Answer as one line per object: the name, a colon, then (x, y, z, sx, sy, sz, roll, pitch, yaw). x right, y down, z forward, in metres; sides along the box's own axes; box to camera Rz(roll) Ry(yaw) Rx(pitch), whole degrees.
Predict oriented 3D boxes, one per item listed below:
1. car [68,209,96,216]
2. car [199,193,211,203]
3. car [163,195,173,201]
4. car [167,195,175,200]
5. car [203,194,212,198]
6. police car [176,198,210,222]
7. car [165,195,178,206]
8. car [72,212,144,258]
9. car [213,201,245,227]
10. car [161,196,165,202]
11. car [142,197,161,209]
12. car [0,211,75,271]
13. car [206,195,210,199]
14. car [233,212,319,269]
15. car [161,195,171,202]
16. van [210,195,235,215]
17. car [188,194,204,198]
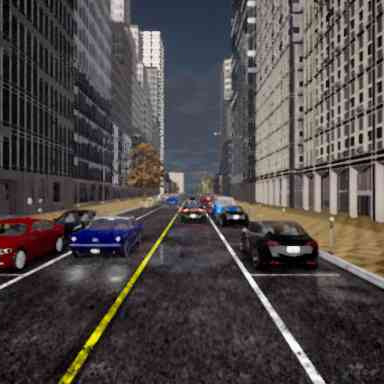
car: (-5.693, 1.557, 16.597, 1.947, 1.339, 4.313, 0, 0, 0)
car: (2.674, 1.240, 67.821, 2.192, 1.841, 5.009, 0, 0, 0)
car: (-5.711, 1.469, 79.216, 1.947, 1.339, 4.313, 0, 0, 0)
car: (-5.714, 1.461, 90.598, 1.802, 1.307, 4.206, 0, 0, 0)
car: (2.678, 1.259, 56.436, 2.192, 1.841, 5.009, 0, 0, 0)
police car: (0.093, 1.491, 25.942, 2.038, 1.542, 4.974, 0, 0, 0)
car: (-3.088, 1.426, 53.330, 1.882, 1.535, 5.008, 0, 0, 0)
car: (-3.104, 1.594, 12.896, 1.895, 1.301, 4.718, 0, 0, 0)
car: (2.687, 1.553, 22.283, 1.947, 1.339, 4.313, 0, 0, 0)
car: (-5.703, 1.503, 50.754, 2.008, 1.369, 4.403, 0, 0, 0)
car: (-5.701, 1.486, 44.890, 1.752, 1.417, 4.829, 0, 0, 0)
car: (-5.691, 1.539, 10.905, 1.887, 1.381, 4.507, 0, 0, 0)
car: (2.684, 1.416, 33.668, 1.967, 1.590, 4.097, 0, 0, 0)
car: (2.690, 1.561, 10.899, 1.947, 1.339, 4.313, 0, 0, 0)
car: (-5.709, 1.465, 73.523, 2.008, 1.369, 4.403, 0, 0, 0)
van: (2.685, 1.323, 27.977, 1.690, 1.788, 3.998, 0, 0, 0)
car: (0.087, 1.396, 41.467, 2.033, 1.649, 4.856, 0, 0, 0)
